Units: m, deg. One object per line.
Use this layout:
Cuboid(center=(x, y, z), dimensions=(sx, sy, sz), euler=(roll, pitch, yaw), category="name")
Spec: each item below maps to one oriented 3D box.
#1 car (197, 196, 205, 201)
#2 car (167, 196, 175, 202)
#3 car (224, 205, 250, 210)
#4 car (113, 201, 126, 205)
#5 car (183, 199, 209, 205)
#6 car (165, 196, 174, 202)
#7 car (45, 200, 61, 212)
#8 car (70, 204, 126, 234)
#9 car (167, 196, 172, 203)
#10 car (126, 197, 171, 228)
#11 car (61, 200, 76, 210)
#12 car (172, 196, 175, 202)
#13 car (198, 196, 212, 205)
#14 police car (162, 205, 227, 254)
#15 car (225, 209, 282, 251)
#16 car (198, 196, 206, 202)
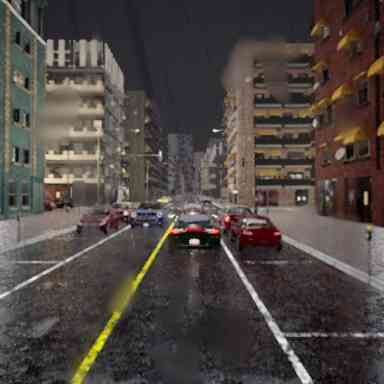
Cuboid(center=(2.479, 1.740, 91.562), dimensions=(2.008, 1.369, 4.403), euler=(1, 0, 0), category="car")
Cuboid(center=(-5.395, 1.723, 85.853), dimensions=(1.887, 1.381, 4.507), euler=(1, 0, 0), category="car")
Cuboid(center=(2.556, 1.482, 19.438), dimensions=(1.967, 1.590, 4.097), euler=(1, 0, 0), category="car")
Cuboid(center=(-5.339, 1.494, 24.957), dimensions=(1.967, 1.590, 4.097), euler=(1, 0, 0), category="car")
Cuboid(center=(0.040, 1.530, 24.322), dimensions=(1.882, 1.535, 5.008), euler=(0, 0, 0), category="car")
Cuboid(center=(-5.389, 1.733, 80.182), dimensions=(1.947, 1.339, 4.313), euler=(1, 0, 0), category="car")
Cuboid(center=(-17.599, 1.313, 36.455), dimensions=(5.009, 1.841, 2.192), euler=(0, -1, 0), category="car")
Cuboid(center=(-5.331, 1.624, 19.407), dimensions=(1.802, 1.307, 4.206), euler=(1, 0, 0), category="car")
Cuboid(center=(-5.371, 1.658, 62.999), dimensions=(1.752, 1.417, 4.829), euler=(1, 0, 0), category="car")
Cuboid(center=(-2.773, 1.401, 22.264), dimensions=(2.097, 1.767, 4.553), euler=(0, 0, 0), category="car")
Cuboid(center=(-17.669, 1.678, 44.331), dimensions=(4.313, 1.339, 1.947), euler=(0, -1, -1), category="car")
Cuboid(center=(-5.383, 1.681, 74.341), dimensions=(1.752, 1.417, 4.829), euler=(1, 0, 0), category="car")
Cuboid(center=(2.515, 1.672, 57.536), dimensions=(2.008, 1.369, 4.403), euler=(1, 0, 0), category="car")
Cuboid(center=(0.084, 1.535, 13.861), dimensions=(2.038, 1.542, 4.974), euler=(0, 0, 0), category="police car")
Cuboid(center=(2.560, 1.612, 13.888), dimensions=(1.802, 1.307, 4.206), euler=(1, 0, 0), category="car")
Cuboid(center=(2.485, 1.723, 85.891), dimensions=(1.887, 1.381, 4.507), euler=(1, 0, 0), category="car")
